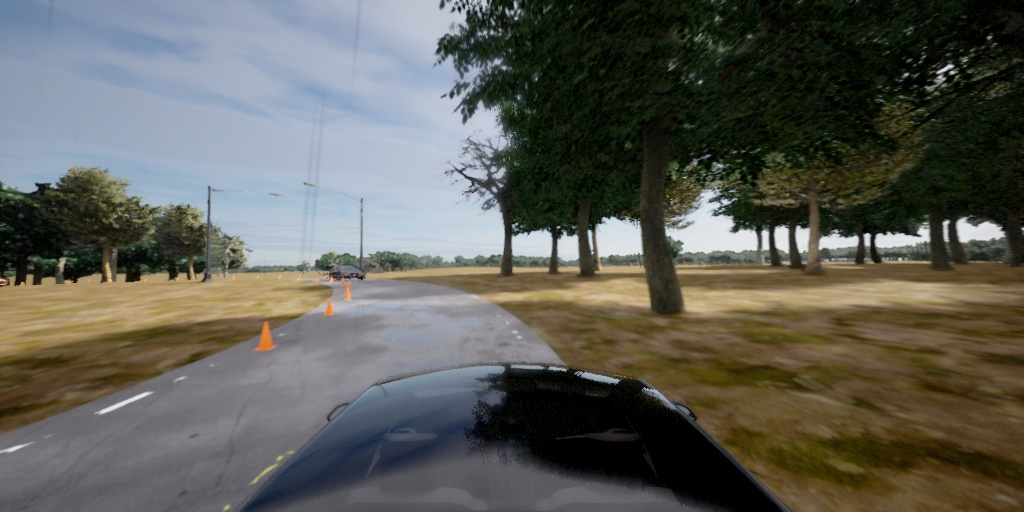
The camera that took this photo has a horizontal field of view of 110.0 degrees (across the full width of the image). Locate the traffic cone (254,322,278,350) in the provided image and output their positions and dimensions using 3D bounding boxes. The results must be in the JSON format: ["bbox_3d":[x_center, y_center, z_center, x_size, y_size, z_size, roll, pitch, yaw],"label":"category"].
[{"bbox_3d":[-5.430,1.747,7.923,0.340,0.580,0.340,0,0,-9],"label":"traffic cone"}]

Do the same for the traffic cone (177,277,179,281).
[{"bbox_3d":[-42.591,2.906,45.697,0.340,0.580,0.340,0,0,10],"label":"traffic cone"}]

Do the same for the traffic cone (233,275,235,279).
[{"bbox_3d":[-33.518,2.529,43.184,0.340,0.580,0.340,0,0,22],"label":"traffic cone"}]

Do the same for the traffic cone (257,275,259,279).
[{"bbox_3d":[-29.228,2.357,41.230,0.340,0.580,0.340,0,0,28],"label":"traffic cone"}]

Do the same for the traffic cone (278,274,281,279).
[{"bbox_3d":[-25.166,2.203,38.839,0.340,0.580,0.340,0,0,33],"label":"traffic cone"}]

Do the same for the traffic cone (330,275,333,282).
[{"bbox_3d":[-14.768,1.865,29.320,0.340,0.580,0.340,0,0,-39],"label":"traffic cone"}]

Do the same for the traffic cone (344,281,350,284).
[{"bbox_3d":[-9.697,1.763,21.375,0.340,0.580,0.340,0,0,-27],"label":"traffic cone"}]

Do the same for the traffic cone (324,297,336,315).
[{"bbox_3d":[-6.381,1.748,12.548,0.340,0.580,0.340,0,0,-15],"label":"traffic cone"}]

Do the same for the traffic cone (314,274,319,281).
[{"bbox_3d":[-17.896,1.955,32.850,0.340,0.580,0.340,0,0,-45],"label":"traffic cone"}]

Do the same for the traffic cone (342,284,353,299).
[{"bbox_3d":[-7.809,1.753,17.048,0.340,0.580,0.340,0,0,-21],"label":"traffic cone"}]

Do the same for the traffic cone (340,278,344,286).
[{"bbox_3d":[-12.026,1.800,25.480,0.340,0.580,0.340,0,0,-33],"label":"traffic cone"}]

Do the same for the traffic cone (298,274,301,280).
[{"bbox_3d":[-21.374,2.068,36.036,0.340,0.580,0.340,0,0,39],"label":"traffic cone"}]

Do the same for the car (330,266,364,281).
[{"bbox_3d":[-15.282,1.579,33.181,1.994,1.385,4.181,2,-2,-43],"label":"car"}]
